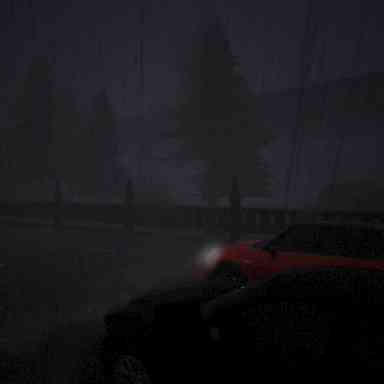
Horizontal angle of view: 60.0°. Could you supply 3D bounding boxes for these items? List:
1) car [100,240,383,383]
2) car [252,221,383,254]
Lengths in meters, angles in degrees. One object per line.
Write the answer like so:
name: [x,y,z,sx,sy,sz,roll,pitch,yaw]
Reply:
car: [1.250,1.476,3.101,5.008,1.535,1.882,0,0,36]
car: [2.400,1.349,6.578,4.553,1.767,2.097,0,0,36]
